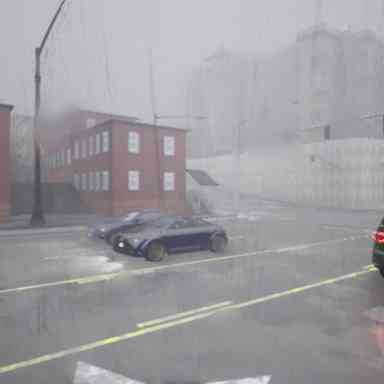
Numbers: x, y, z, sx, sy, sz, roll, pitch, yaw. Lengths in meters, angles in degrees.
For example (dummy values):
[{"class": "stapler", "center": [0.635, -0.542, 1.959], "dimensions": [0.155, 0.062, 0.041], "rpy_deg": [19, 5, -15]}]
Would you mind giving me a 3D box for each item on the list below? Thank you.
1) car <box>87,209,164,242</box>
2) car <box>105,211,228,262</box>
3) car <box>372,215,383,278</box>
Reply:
[{"class": "car", "center": [-2.352, 1.506, 15.179], "dimensions": [4.674, 1.442, 1.812], "rpy_deg": [0, 0, -35]}, {"class": "car", "center": [-0.692, 1.549, 12.071], "dimensions": [4.181, 1.385, 1.994], "rpy_deg": [0, 0, -35]}, {"class": "car", "center": [6.867, 1.215, 8.639], "dimensions": [5.566, 2.045, 2.150], "rpy_deg": [0, 0, -36]}]
